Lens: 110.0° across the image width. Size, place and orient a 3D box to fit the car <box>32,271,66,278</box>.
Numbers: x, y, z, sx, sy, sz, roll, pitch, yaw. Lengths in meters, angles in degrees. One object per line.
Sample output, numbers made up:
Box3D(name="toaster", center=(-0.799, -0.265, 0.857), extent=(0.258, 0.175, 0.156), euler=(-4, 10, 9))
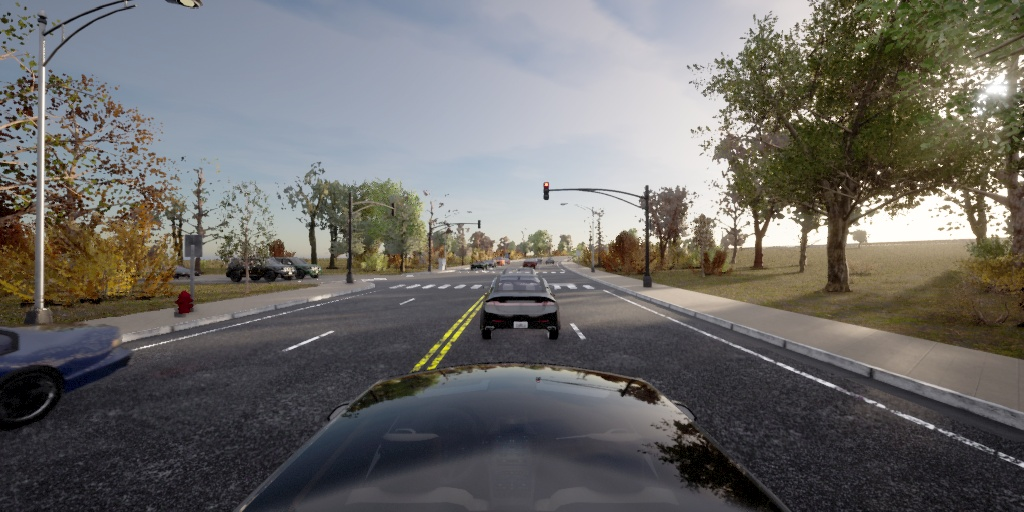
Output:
Box3D(name="car", center=(-51.621, 1.793, 39.062), extent=(5.357, 1.411, 2.033), euler=(-1, -1, 11))

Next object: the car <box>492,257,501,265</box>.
Box3D(name="car", center=(-3.622, 1.228, 59.463), extent=(2.033, 1.411, 5.357), euler=(0, 0, 5))

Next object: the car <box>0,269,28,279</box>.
Box3D(name="car", center=(-51.813, 1.565, 35.792), extent=(4.553, 1.767, 2.097), euler=(0, -1, 11))

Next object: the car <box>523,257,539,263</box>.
Box3D(name="car", center=(2.775, 1.161, 55.871), extent=(1.882, 1.535, 5.008), euler=(0, 0, 5))

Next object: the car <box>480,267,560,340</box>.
Box3D(name="car", center=(0.200, 1.242, 10.003), extent=(2.128, 1.511, 4.902), euler=(0, 0, 0))

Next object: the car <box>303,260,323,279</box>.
Box3D(name="car", center=(-20.634, 1.152, 33.452), extent=(5.566, 2.045, 2.150), euler=(-1, -1, 10))

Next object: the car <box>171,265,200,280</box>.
Box3D(name="car", center=(-34.199, 1.620, 35.872), extent=(5.357, 1.411, 2.033), euler=(-1, -1, 10))

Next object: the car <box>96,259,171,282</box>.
Box3D(name="car", center=(-34.831, 1.265, 32.687), extent=(5.566, 2.045, 2.150), euler=(0, -1, 10))

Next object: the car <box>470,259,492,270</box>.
Box3D(name="car", center=(-4.489, 1.303, 49.825), extent=(1.895, 1.301, 4.718), euler=(0, 0, 6))

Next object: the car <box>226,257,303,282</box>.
Box3D(name="car", center=(-21.118, 1.124, 30.236), extent=(5.566, 2.045, 2.150), euler=(-1, -1, 10))

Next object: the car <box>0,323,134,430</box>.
Box3D(name="car", center=(-6.583, 1.298, 2.883), extent=(2.033, 1.411, 5.357), euler=(0, 0, 1))

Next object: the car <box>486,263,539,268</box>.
Box3D(name="car", center=(0.292, 1.240, 15.332), extent=(2.128, 1.511, 4.902), euler=(0, 0, 2))
